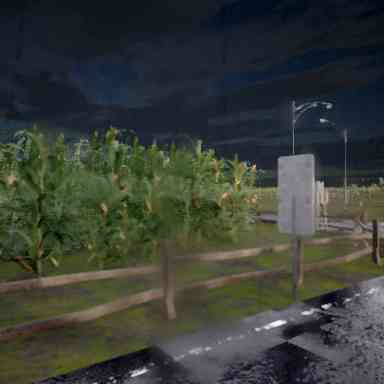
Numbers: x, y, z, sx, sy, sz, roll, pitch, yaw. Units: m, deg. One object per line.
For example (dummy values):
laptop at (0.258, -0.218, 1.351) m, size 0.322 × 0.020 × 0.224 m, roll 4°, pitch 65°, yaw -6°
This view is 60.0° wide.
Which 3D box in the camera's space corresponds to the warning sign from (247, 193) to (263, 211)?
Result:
warning sign at (6.387, 0.991, 33.773) m, size 1.300 × 1.860 × 1.060 m, roll -1°, pitch 0°, yaw -36°
